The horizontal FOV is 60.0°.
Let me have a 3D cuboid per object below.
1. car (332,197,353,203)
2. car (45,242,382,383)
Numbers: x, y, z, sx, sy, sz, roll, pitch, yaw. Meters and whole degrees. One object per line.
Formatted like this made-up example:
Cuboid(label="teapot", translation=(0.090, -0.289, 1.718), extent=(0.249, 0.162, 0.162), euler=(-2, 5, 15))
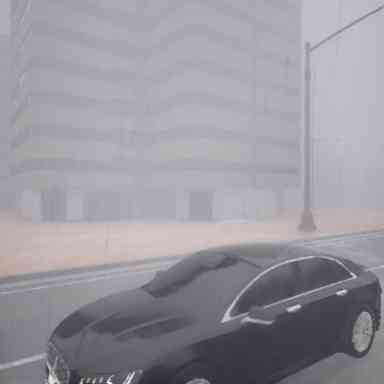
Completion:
Cuboid(label="car", translation=(36.869, 2.044, 82.382), extent=(1.970, 1.475, 3.806), euler=(0, -1, -37))
Cuboid(label="car", translation=(0.687, 1.516, 4.477), extent=(4.892, 1.490, 1.837), euler=(1, 0, -35))
